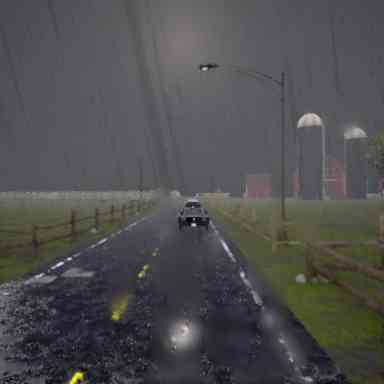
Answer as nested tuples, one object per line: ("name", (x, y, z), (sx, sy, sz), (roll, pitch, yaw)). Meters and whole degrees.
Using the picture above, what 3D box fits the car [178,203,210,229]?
("car", (0.113, 1.628, 21.531), (1.895, 1.301, 4.718), (0, 0, 0))

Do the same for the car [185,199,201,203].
("car", (0.123, 1.563, 40.648), (1.882, 1.535, 5.008), (0, 0, 0))
